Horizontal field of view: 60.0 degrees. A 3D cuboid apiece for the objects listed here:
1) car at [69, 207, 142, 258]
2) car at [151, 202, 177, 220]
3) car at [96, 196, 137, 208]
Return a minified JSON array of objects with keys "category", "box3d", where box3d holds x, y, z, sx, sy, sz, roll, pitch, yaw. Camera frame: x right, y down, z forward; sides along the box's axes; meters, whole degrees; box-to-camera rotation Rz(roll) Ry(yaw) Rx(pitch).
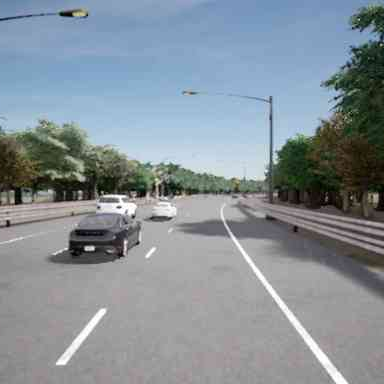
[{"category":"car","box3d":[-3.167,1.542,12.943,1.837,1.490,4.892,0,0,2]},{"category":"car","box3d":[-2.415,1.613,29.066,1.812,1.442,4.674,0,0,4]},{"category":"car","box3d":[-6.043,1.300,27.183,2.150,2.045,5.566,0,0,3]}]
